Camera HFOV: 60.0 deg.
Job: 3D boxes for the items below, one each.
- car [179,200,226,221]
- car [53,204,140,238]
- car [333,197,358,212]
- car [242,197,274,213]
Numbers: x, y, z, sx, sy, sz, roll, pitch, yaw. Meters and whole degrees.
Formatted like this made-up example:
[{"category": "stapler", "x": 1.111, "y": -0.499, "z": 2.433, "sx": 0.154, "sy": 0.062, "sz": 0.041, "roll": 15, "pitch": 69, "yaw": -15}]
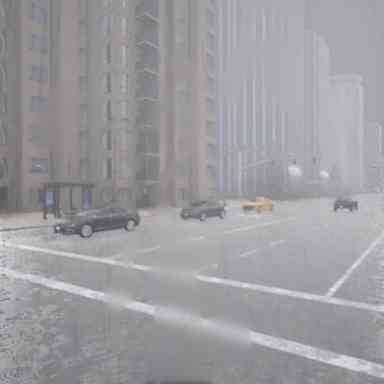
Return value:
[{"category": "car", "x": 0.936, "y": 1.389, "z": 25.982, "sx": 1.837, "sy": 1.490, "sz": 4.892, "roll": 0, "pitch": 0, "yaw": 35}, {"category": "car", "x": -4.893, "y": 1.456, "z": 17.624, "sx": 1.837, "sy": 1.490, "sz": 4.892, "roll": 0, "pitch": 0, "yaw": 36}, {"category": "car", "x": 16.719, "y": 1.274, "z": 36.142, "sx": 1.837, "sy": 1.490, "sz": 4.892, "roll": 0, "pitch": -1, "yaw": 35}, {"category": "car", "x": 6.883, "y": 1.293, "z": 34.494, "sx": 1.882, "sy": 1.535, "sz": 5.008, "roll": 0, "pitch": 0, "yaw": 35}]
